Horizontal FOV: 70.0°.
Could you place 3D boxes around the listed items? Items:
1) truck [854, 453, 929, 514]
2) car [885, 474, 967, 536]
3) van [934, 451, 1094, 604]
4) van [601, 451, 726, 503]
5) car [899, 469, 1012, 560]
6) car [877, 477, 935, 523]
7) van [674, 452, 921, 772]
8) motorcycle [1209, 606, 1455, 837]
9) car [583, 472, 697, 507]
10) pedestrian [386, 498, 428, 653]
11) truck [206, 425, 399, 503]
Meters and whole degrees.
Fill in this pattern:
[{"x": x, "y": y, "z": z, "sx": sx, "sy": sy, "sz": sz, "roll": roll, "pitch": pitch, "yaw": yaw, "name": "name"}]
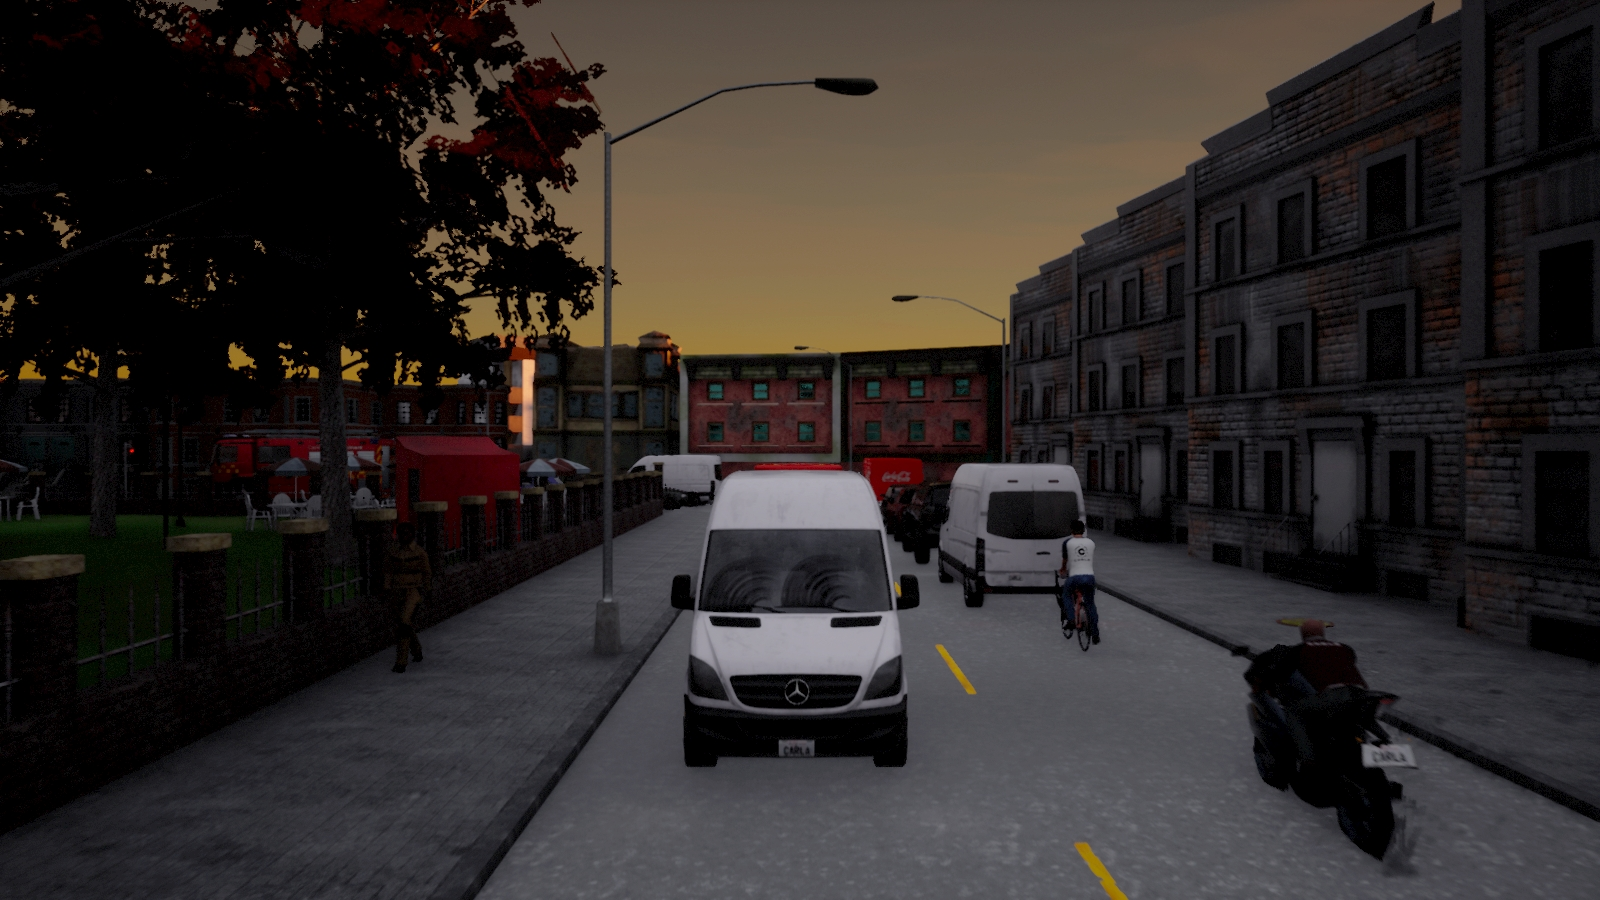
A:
[{"x": 3.807, "y": 1.347, "z": 48.589, "sx": 2.627, "sy": 2.467, "sz": 5.204, "roll": 0, "pitch": 0, "yaw": -2, "name": "truck"}, {"x": 3.935, "y": 1.684, "z": 36.423, "sx": 2.097, "sy": 1.767, "sz": 4.553, "roll": 0, "pitch": 0, "yaw": 0, "name": "car"}, {"x": 3.953, "y": 1.313, "z": 22.204, "sx": 1.988, "sy": 2.561, "sz": 5.915, "roll": 0, "pitch": 0, "yaw": 0, "name": "van"}, {"x": -6.851, "y": 1.313, "z": 57.554, "sx": 5.915, "sy": 2.561, "sz": 1.988, "roll": 0, "pitch": 0, "yaw": 10, "name": "van"}, {"x": 3.890, "y": 1.558, "z": 29.628, "sx": 2.150, "sy": 2.045, "sz": 5.566, "roll": 0, "pitch": 0, "yaw": 0, "name": "car"}, {"x": 3.881, "y": 1.804, "z": 42.221, "sx": 1.789, "sy": 1.549, "sz": 3.705, "roll": 0, "pitch": 0, "yaw": 0, "name": "car"}, {"x": -0.038, "y": 1.314, "z": 12.164, "sx": 1.988, "sy": 2.561, "sz": 5.915, "roll": 0, "pitch": 0, "yaw": 0, "name": "van"}, {"x": 3.981, "y": 1.985, "z": 8.808, "sx": 0.867, "sy": 1.251, "sz": 2.209, "roll": 0, "pitch": 0, "yaw": 0, "name": "motorcycle"}, {"x": -7.445, "y": 1.815, "z": 53.530, "sx": 4.974, "sy": 1.542, "sz": 2.038, "roll": 0, "pitch": 0, "yaw": 3, "name": "car"}, {"x": -4.812, "y": 1.524, "z": 13.998, "sx": 0.375, "sy": 1.860, "sz": 0.375, "roll": 0, "pitch": 0, "yaw": 1, "name": "pedestrian"}, {"x": -25.001, "y": 0.668, "z": 57.662, "sx": 8.468, "sy": 3.827, "sz": 2.891, "roll": 0, "pitch": 0, "yaw": -1, "name": "truck"}]
